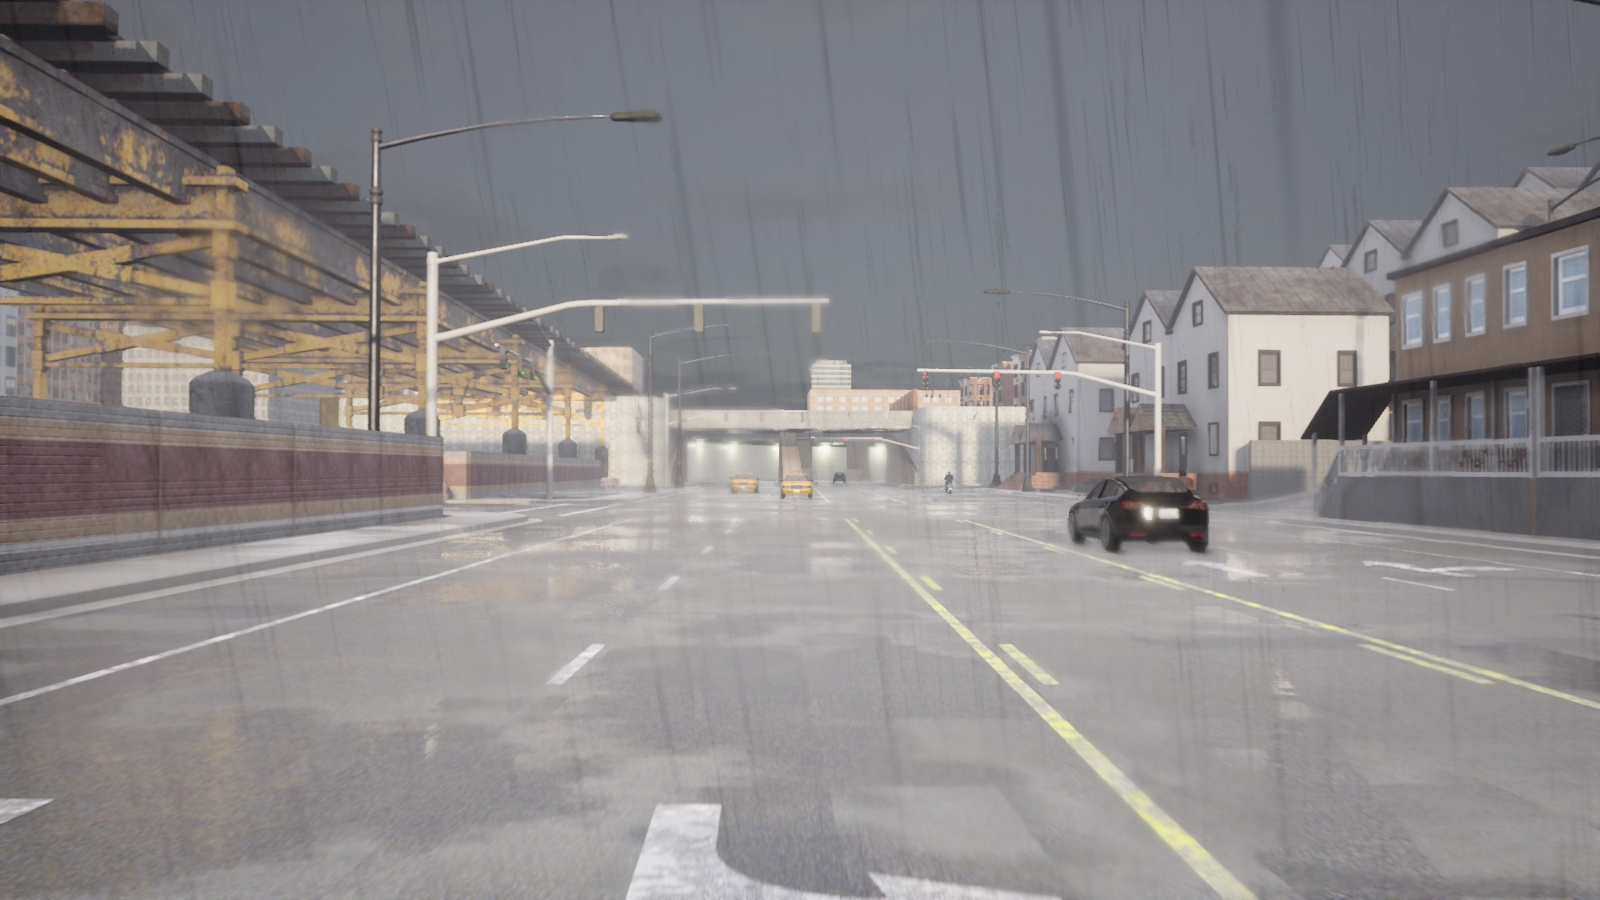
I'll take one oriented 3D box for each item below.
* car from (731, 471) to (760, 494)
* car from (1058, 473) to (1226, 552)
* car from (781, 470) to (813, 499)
[{"bbox_3d":[-3.709,2.211,86.172,1.801,1.575,5.366,0,-1,0],"label":"car"},{"bbox_3d":[6.937,1.223,26.070,2.163,1.488,4.792,0,-1,0],"label":"car"},{"bbox_3d":[-0.177,1.976,72.978,1.801,1.575,5.366,0,-1,0],"label":"car"}]
